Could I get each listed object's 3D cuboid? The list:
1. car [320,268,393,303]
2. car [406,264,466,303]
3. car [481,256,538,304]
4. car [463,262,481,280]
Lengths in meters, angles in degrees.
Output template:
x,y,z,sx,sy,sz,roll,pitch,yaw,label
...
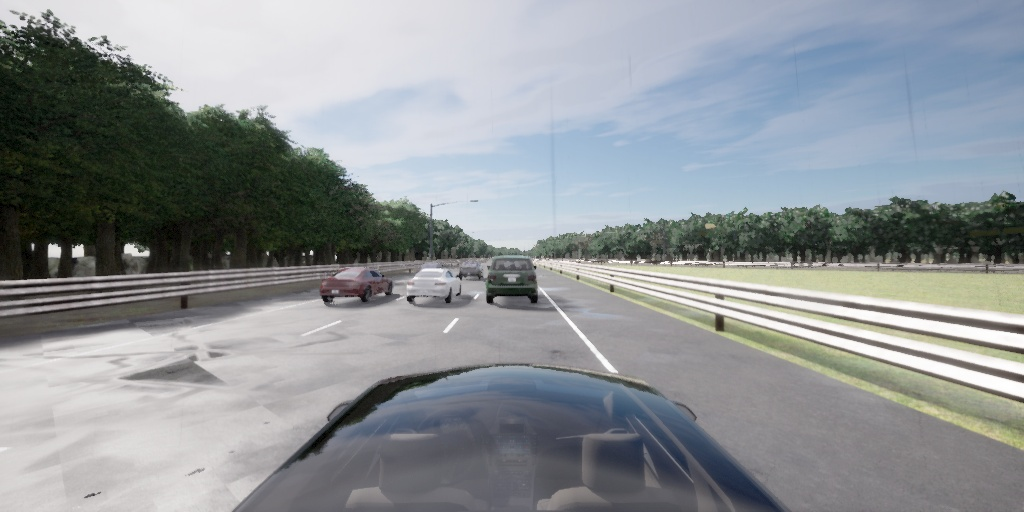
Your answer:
x,y,z,sx,sy,sz,roll,pitch,yaw,label
-6.997,1.265,16.502,1.812,1.442,4.674,0,0,0,car
-3.489,1.275,16.503,1.812,1.442,4.674,1,0,0,car
0.000,1.013,16.529,2.150,2.045,5.566,0,0,0,car
-3.500,1.263,31.500,2.128,1.511,4.902,0,0,0,car
